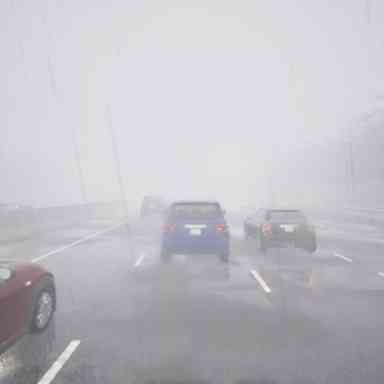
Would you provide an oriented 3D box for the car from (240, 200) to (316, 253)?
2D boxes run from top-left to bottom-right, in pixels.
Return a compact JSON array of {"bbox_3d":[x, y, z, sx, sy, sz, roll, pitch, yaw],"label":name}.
[{"bbox_3d":[3.517,1.394,14.118,2.097,1.767,4.553,0,0,0],"label":"car"}]

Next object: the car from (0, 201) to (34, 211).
[{"bbox_3d":[-14.038,1.573,24.680,2.128,1.511,4.902,0,0,0],"label":"car"}]

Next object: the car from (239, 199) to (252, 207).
[{"bbox_3d":[7.278,1.676,42.801,1.812,1.442,4.674,0,0,0],"label":"car"}]

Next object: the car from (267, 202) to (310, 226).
[{"bbox_3d":[7.153,1.563,25.215,1.882,1.535,5.008,0,0,0],"label":"car"}]

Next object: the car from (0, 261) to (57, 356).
[{"bbox_3d":[-3.397,1.363,3.942,2.097,1.767,4.553,0,0,0],"label":"car"}]

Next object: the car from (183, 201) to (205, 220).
[{"bbox_3d":[0.190,1.611,30.684,1.837,1.490,4.892,0,0,0],"label":"car"}]

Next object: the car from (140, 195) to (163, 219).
[{"bbox_3d":[-3.313,1.325,30.223,2.150,2.045,5.566,0,0,0],"label":"car"}]

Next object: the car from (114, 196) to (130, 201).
[{"bbox_3d":[-13.565,1.735,66.747,2.128,1.511,4.902,0,0,1],"label":"car"}]

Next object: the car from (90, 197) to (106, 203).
[{"bbox_3d":[-20.455,1.756,74.612,2.033,1.411,5.357,0,0,1],"label":"car"}]

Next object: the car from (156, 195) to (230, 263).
[{"bbox_3d":[0.114,1.258,12.316,2.150,2.045,5.566,0,0,0],"label":"car"}]

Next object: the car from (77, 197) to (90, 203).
[{"bbox_3d":[-23.961,1.812,74.219,1.895,1.301,4.718,0,0,1],"label":"car"}]

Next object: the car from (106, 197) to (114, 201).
[{"bbox_3d":[-16.961,1.718,74.142,1.837,1.490,4.892,0,0,1],"label":"car"}]

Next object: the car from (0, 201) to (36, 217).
[{"bbox_3d":[-17.485,1.678,33.058,1.994,1.385,4.181,0,0,0],"label":"car"}]
